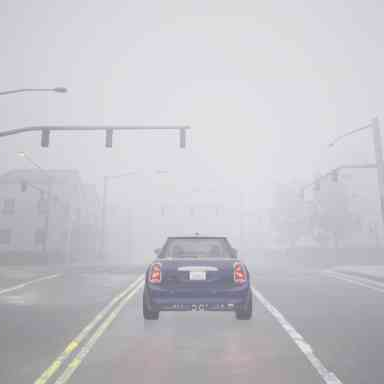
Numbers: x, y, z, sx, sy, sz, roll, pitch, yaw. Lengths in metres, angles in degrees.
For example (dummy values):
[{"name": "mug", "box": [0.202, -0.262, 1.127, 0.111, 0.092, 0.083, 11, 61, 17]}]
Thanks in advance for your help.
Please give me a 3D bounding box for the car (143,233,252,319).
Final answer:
[{"name": "car", "box": [0.106, 1.810, 8.261, 2.097, 1.767, 4.553, 0, -7, 0]}]
